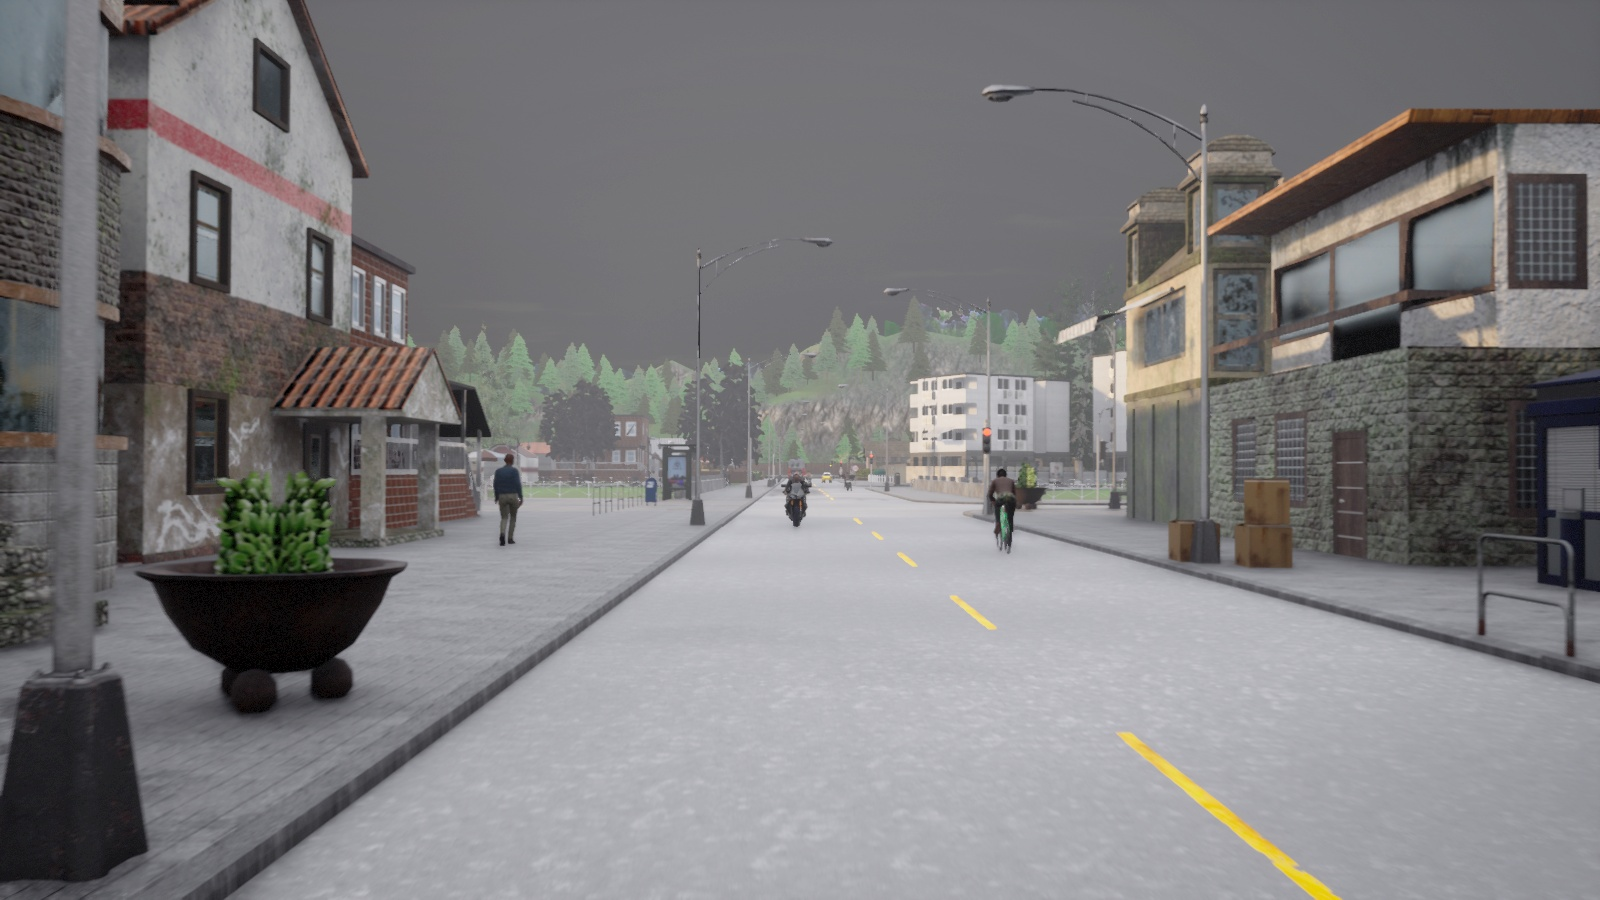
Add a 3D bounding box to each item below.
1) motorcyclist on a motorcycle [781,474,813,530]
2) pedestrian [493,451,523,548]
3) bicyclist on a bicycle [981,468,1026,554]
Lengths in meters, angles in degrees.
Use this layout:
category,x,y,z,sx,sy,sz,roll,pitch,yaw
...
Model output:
category,x,y,z,sx,sy,sz,roll,pitch,yaw
motorcyclist on a motorcycle,-0.093,1.449,35.780,0.866,1.530,2.191,0,-1,0
pedestrian,-5.629,0.953,24.228,0.370,1.835,0.726,0,-1,3
bicyclist on a bicycle,3.940,1.160,24.365,0.582,1.620,1.656,0,-1,0
